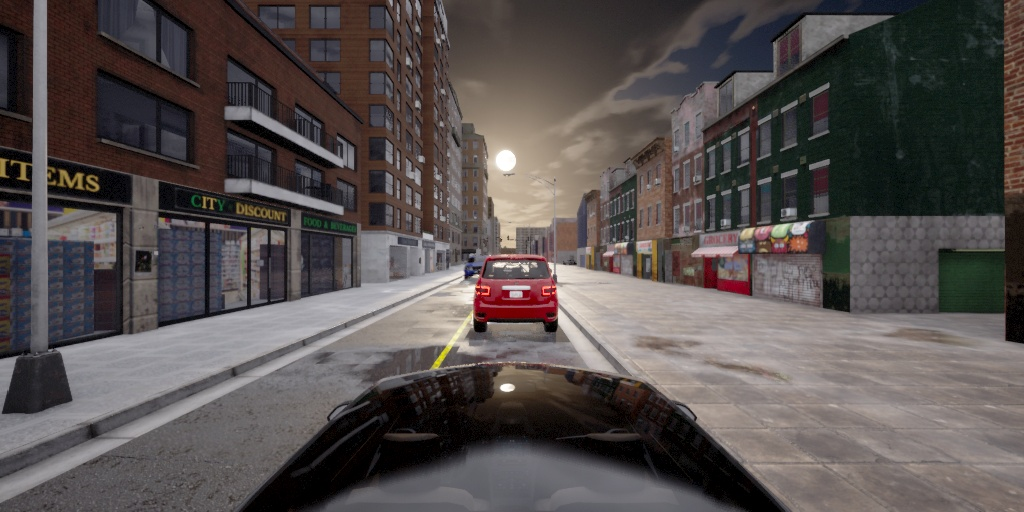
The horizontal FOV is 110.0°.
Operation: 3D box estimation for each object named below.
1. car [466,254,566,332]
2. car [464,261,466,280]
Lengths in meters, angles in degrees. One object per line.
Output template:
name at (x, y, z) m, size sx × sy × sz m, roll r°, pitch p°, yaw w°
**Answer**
car at (0.090, 0.972, 10.947) m, size 2.150 × 2.045 × 5.566 m, roll 0°, pitch 0°, yaw 0°
car at (-2.888, 0.971, 31.662) m, size 2.150 × 2.045 × 5.566 m, roll 0°, pitch 0°, yaw 0°
